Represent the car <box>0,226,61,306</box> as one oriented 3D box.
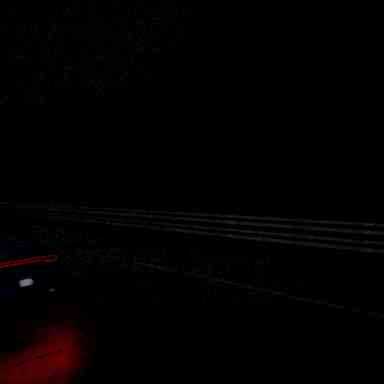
[{"bbox_3d":[-5.006,1.477,7.445,5.008,1.535,1.882,0,0,36],"label":"car"}]
